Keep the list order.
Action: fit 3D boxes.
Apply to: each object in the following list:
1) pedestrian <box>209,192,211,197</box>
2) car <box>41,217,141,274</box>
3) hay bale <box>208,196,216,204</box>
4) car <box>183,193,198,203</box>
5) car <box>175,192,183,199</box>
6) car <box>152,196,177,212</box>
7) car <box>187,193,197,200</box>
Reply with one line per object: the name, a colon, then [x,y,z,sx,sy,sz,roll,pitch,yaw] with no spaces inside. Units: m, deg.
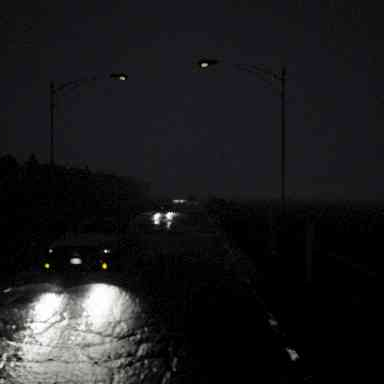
pedestrian: [2.803,0.949,53.165,0.375,1.860,0.375,0,1,-2]
car: [-2.814,1.488,10.127,1.994,1.385,4.181,0,0,1]
hay bale: [3.108,1.309,52.070,1.220,1.180,1.240,0,1,0]
car: [-0.026,1.106,59.458,2.128,1.511,4.902,0,0,0]
car: [-2.781,0.812,75.708,2.128,1.511,4.902,0,0,0]
car: [-2.860,1.322,34.082,1.994,1.385,4.181,0,0,0]
car: [-0.029,0.917,74.407,2.033,1.411,5.357,0,0,0]
